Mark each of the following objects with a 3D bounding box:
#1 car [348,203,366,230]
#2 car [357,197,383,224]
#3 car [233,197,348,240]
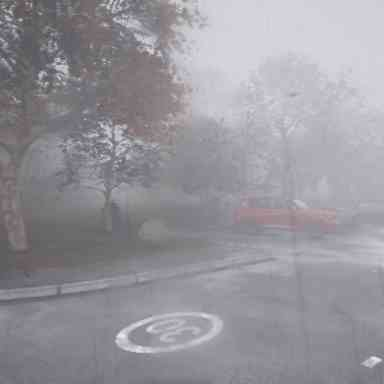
[{"bbox_3d":[7.187,1.554,19.405,4.792,1.488,2.163,-1,-1,32],"label":"car"},{"bbox_3d":[11.901,1.398,22.975,4.553,1.767,2.185,-1,-1,32],"label":"car"},{"bbox_3d":[4.906,1.273,17.586,5.566,2.045,2.435,-1,-1,32],"label":"car"}]
